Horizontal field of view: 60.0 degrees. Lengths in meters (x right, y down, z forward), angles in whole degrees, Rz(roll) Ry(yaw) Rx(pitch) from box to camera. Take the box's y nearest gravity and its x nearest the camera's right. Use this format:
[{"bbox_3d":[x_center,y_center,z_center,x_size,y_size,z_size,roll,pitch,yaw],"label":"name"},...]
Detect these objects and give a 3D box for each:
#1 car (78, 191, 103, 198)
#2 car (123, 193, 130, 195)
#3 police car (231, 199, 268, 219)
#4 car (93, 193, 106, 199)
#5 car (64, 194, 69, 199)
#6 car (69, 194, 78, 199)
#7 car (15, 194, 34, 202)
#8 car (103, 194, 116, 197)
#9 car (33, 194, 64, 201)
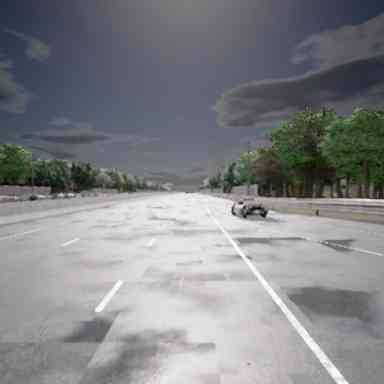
[{"bbox_3d":[-17.537,1.092,57.568,2.097,1.767,4.553,0,0,1],"label":"car"},{"bbox_3d":[-17.492,1.132,88.678,1.812,1.442,4.674,0,0,0],"label":"car"},{"bbox_3d":[4.721,1.363,28.247,2.038,1.542,4.974,0,0,-8],"label":"police car"},{"bbox_3d":[-24.493,1.088,88.262,1.882,1.535,5.008,0,0,0],"label":"car"},{"bbox_3d":[-27.994,1.203,72.003,1.812,1.442,4.674,0,0,0],"label":"car"},{"bbox_3d":[-24.494,1.200,72.603,1.812,1.442,4.674,0,0,0],"label":"car"},{"bbox_3d":[-28.019,1.096,56.543,2.097,1.767,4.553,0,0,0],"label":"car"},{"bbox_3d":[-17.494,1.227,73.108,1.994,1.385,4.181,0,0,0],"label":"car"},{"bbox_3d":[-24.515,1.290,56.983,2.033,1.411,5.357,0,0,1],"label":"car"}]
